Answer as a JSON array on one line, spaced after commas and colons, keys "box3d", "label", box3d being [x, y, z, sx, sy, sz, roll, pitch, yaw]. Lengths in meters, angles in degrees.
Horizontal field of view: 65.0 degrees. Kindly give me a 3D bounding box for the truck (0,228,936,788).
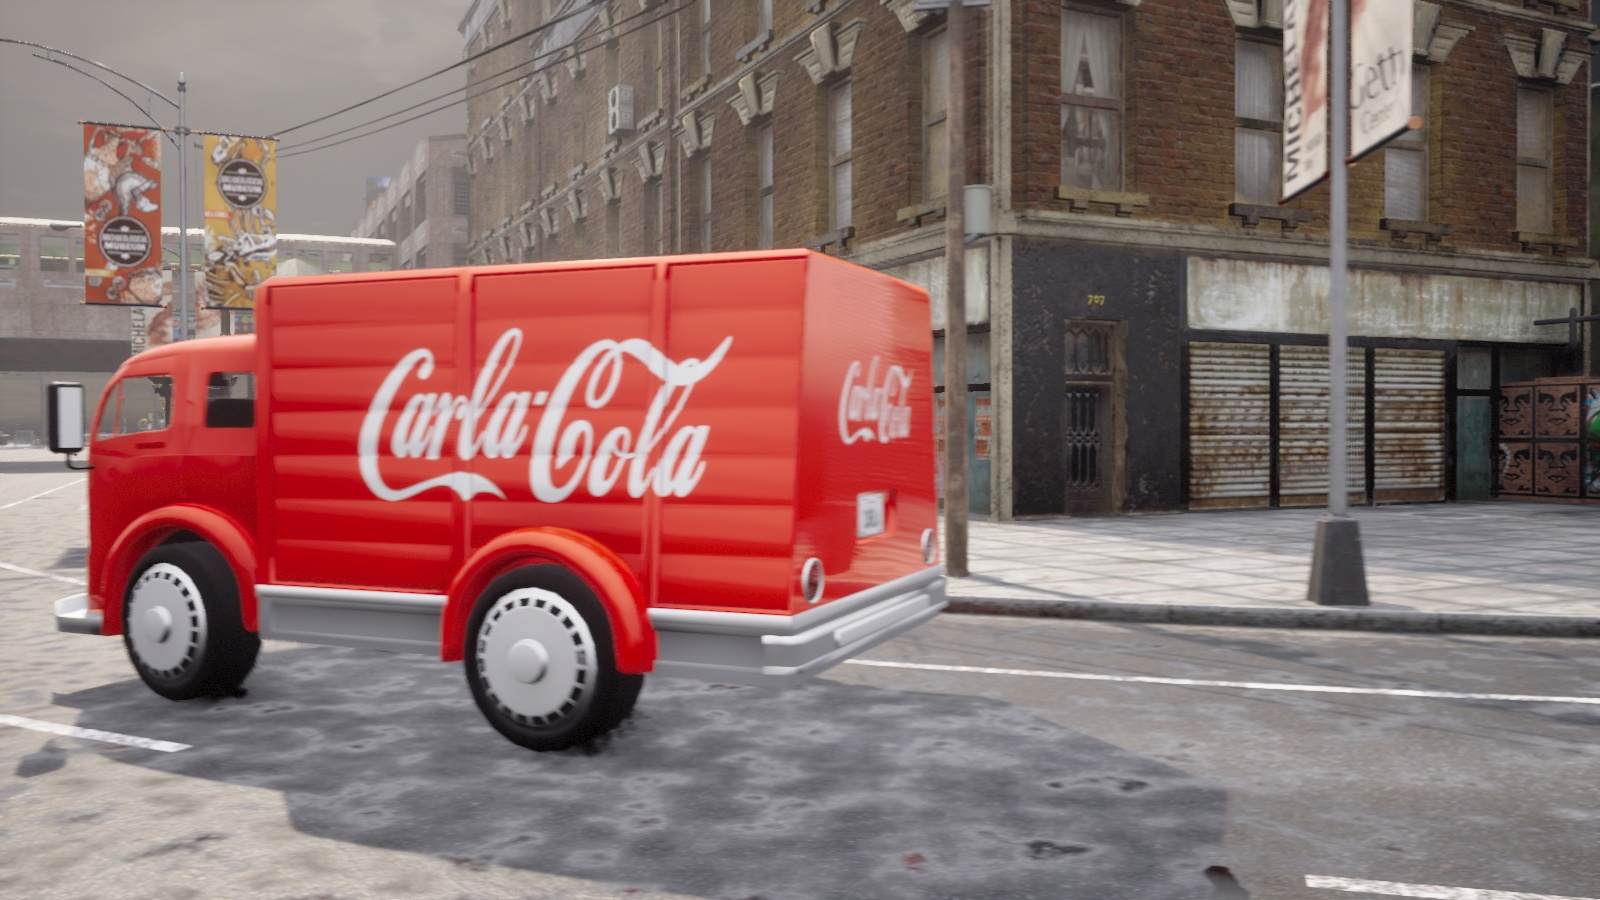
[{"box3d": [-2.055, 0.216, 7.766, 5.204, 2.467, 2.627, 1, 1, 23], "label": "truck"}]
